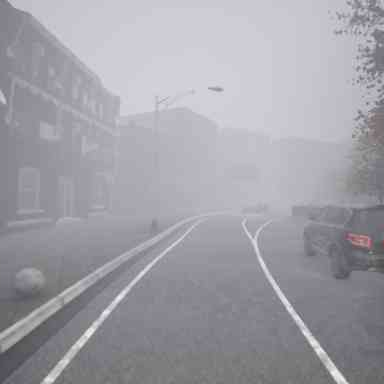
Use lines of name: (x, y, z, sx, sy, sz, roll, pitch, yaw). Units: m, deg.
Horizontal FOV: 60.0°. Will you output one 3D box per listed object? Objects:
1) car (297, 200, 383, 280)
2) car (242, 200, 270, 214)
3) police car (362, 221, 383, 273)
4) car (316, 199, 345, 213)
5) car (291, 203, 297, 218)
car: (5.060, 1.341, 10.365, 2.150, 2.045, 5.566, 1, 0, 6)
car: (7.438, 1.697, 38.225, 1.812, 1.442, 4.674, 0, 0, 34)
police car: (4.645, 1.517, 4.625, 1.930, 1.638, 5.238, 1, 0, 3)
car: (17.330, 1.712, 41.530, 1.812, 1.442, 4.674, 0, 0, 43)
car: (11.054, 1.675, 32.340, 1.882, 1.535, 5.008, 0, 0, 30)
